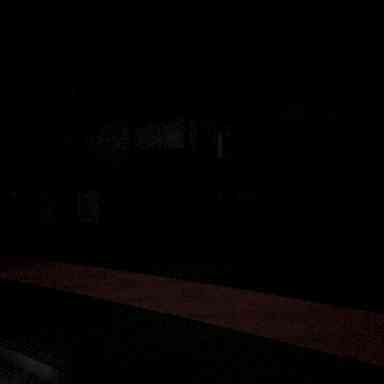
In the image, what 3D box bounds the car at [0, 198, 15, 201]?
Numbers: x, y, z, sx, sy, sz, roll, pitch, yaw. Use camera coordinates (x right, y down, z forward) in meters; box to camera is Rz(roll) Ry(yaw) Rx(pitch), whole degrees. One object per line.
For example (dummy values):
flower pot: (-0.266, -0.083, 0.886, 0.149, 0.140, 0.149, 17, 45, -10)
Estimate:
car: (-18.196, 1.348, 31.341, 1.837, 1.490, 4.892, 0, 0, 23)
